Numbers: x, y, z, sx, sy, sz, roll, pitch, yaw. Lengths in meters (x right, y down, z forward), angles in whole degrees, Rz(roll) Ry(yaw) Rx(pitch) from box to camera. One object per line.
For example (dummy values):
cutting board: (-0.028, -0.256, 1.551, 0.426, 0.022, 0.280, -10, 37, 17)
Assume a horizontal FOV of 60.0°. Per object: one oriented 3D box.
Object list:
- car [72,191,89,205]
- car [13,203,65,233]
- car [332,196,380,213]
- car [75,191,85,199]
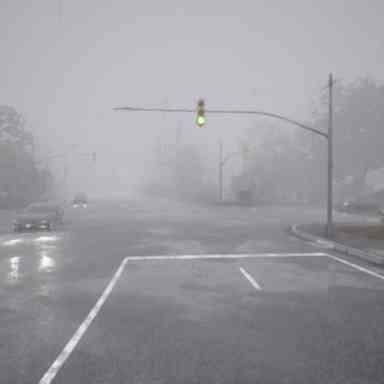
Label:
car: (-15.144, 0.926, 45.213, 2.033, 1.411, 5.357, 0, 1, -18)
car: (-8.555, 1.404, 18.967, 1.837, 1.490, 4.892, 0, 1, -9)
car: (16.520, 1.187, 33.510, 4.553, 1.767, 2.097, 2, 1, -15)
car: (-22.651, 0.497, 67.435, 1.837, 1.490, 4.892, 0, 1, -19)
